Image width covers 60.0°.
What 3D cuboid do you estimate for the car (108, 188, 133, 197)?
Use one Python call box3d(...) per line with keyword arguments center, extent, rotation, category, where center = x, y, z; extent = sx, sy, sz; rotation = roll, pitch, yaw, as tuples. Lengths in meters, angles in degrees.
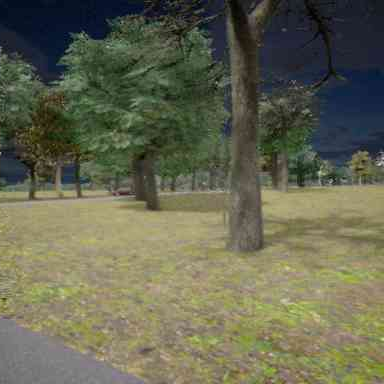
box3d(center=(-13.056, 0.036, 61.121), extent=(1.882, 1.535, 5.008), rotation=(-1, 1, 38), category="car")
